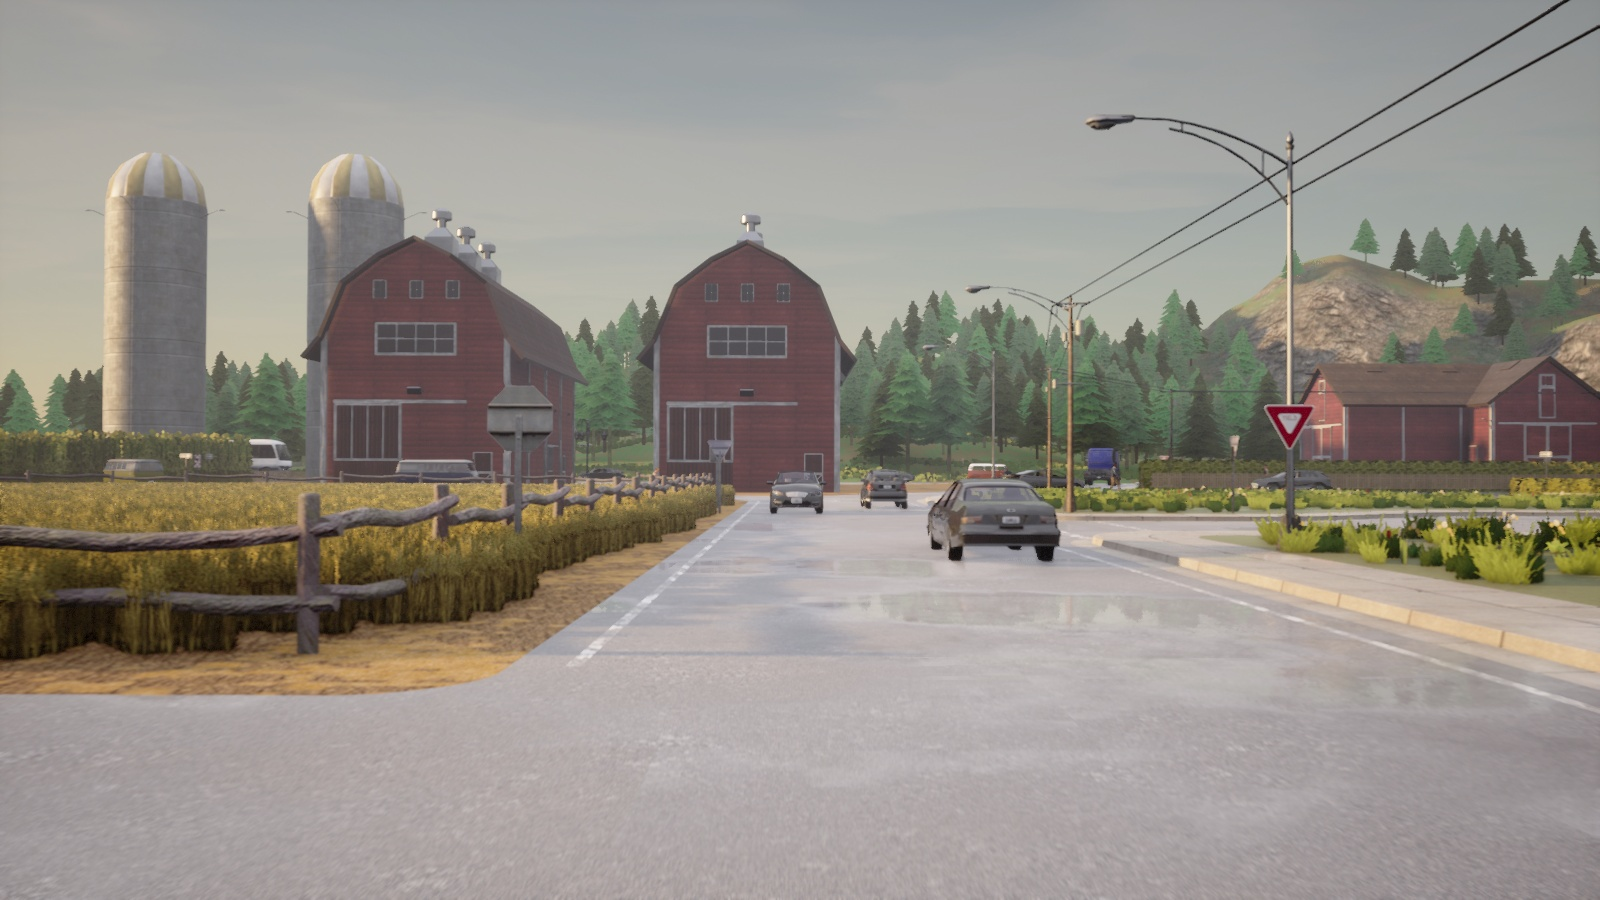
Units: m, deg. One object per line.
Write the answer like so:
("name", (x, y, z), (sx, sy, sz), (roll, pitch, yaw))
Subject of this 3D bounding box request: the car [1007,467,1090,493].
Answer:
("car", (14.907, 1.768, 75.345), (4.514, 1.525, 2.007), (0, -1, -18))

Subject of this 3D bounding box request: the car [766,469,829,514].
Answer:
("car", (-0.111, 1.447, 45.006), (2.128, 1.511, 4.902), (0, -1, 0))

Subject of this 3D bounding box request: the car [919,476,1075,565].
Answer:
("car", (3.451, 1.194, 23.085), (2.033, 1.411, 5.357), (0, -1, 0))

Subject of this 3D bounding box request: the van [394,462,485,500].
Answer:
("van", (-19.488, 1.667, 67.950), (4.442, 1.987, 1.775), (0, -1, -3))

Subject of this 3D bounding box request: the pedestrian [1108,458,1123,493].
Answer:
("pedestrian", (17.497, 1.424, 69.670), (0.788, 1.949, 0.423), (0, -1, 10))

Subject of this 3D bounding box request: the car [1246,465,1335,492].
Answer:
("car", (31.111, 1.820, 79.740), (4.856, 1.649, 2.033), (0, -1, 0))

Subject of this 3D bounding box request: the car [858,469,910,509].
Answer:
("car", (3.379, 1.547, 51.088), (1.789, 1.549, 3.705), (0, -1, -1))

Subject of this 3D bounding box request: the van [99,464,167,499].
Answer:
("van", (-39.004, 1.827, 73.386), (4.442, 1.987, 1.775), (-1, -1, 36))
